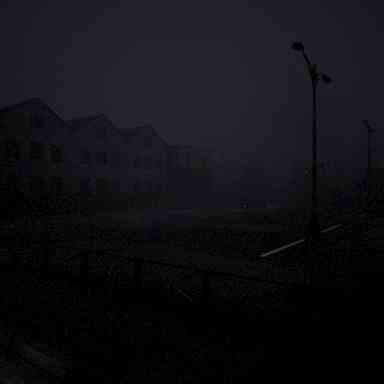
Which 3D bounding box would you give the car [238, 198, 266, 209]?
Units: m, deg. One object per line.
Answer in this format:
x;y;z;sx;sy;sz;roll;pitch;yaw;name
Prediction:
7.748;1.409;42.215;1.895;1.301;4.718;0;0;36;car

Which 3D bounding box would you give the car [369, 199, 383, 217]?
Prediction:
15.523;1.298;26.745;2.007;1.523;4.514;0;0;35;car
